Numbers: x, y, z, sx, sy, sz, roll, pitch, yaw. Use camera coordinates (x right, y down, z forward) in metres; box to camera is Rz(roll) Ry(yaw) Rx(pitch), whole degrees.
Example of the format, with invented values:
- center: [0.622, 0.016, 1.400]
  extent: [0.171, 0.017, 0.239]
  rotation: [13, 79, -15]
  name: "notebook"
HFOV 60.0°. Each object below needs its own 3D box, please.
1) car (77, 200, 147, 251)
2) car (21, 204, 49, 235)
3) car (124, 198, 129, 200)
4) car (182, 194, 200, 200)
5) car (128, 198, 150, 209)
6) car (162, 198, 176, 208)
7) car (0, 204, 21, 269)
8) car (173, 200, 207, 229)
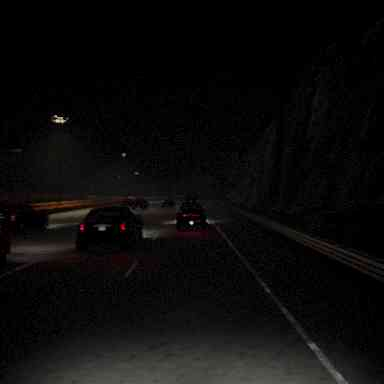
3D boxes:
- center: [-3.453, 1.419, 14.772]
  extent: [2.097, 1.767, 4.553]
  rotation: [-1, 0, -1]
  name: "car"
- center: [-10.522, 1.520, 20.161]
  extent: [2.097, 1.767, 4.553]
  rotation: [-1, 0, -1]
  name: "car"
- center: [-10.498, 1.744, 55.062]
  extent: [1.812, 1.442, 4.674]
  rotation: [-1, 0, 0]
  name: "car"
- center: [-0.072, 1.287, 43.911]
  extent: [2.150, 2.045, 5.566]
  rotation: [-1, 0, 0]
  name: "car"
- center: [-7.037, 1.665, 45.868]
  extent: [1.837, 1.490, 4.892]
  rotation: [-1, 0, 0]
  name: "car"
- center: [-3.515, 1.612, 50.882]
  extent: [2.128, 1.511, 4.902]
  rotation: [-1, 0, 0]
  name: "car"
- center: [-6.783, 1.324, 8.209]
  extent: [2.150, 2.045, 5.566]
  rotation: [-1, 0, -1]
  name: "car"
- center: [-0.052, 1.538, 22.006]
  extent: [1.837, 1.490, 4.892]
  rotation: [-1, 0, 0]
  name: "car"
